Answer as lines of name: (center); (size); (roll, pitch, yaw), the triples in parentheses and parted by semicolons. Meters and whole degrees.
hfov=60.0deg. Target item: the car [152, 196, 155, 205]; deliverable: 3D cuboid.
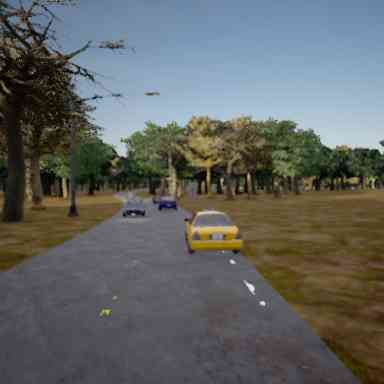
car: (-4.954, 1.179, 50.126); (1.895, 1.301, 4.718); (0, 1, -12)

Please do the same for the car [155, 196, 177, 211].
car: (-2.764, 1.192, 37.098); (1.882, 1.535, 5.008); (0, 1, -9)

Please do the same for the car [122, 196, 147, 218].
car: (-4.837, 1.349, 28.412); (2.033, 1.411, 5.357); (0, 0, -6)

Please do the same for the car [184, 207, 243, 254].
car: (0.675, 1.365, 12.993); (1.801, 1.575, 5.366); (0, 0, -3)

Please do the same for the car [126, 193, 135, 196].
car: (-12.973, 0.857, 69.876); (1.812, 1.442, 4.674); (0, 1, -15)
